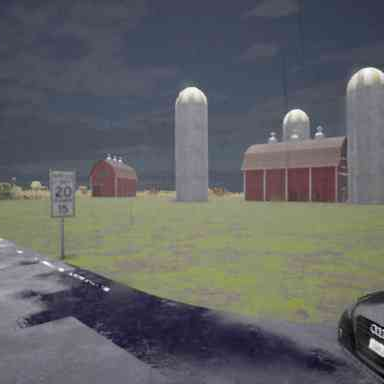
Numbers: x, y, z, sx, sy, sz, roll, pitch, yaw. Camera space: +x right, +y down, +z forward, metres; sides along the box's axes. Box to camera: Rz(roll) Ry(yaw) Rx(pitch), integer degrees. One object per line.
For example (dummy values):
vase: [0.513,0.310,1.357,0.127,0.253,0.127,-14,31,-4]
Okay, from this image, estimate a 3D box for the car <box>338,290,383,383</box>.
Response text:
car: [4.050,1.597,4.043,4.181,1.385,1.994,1,0,-10]
